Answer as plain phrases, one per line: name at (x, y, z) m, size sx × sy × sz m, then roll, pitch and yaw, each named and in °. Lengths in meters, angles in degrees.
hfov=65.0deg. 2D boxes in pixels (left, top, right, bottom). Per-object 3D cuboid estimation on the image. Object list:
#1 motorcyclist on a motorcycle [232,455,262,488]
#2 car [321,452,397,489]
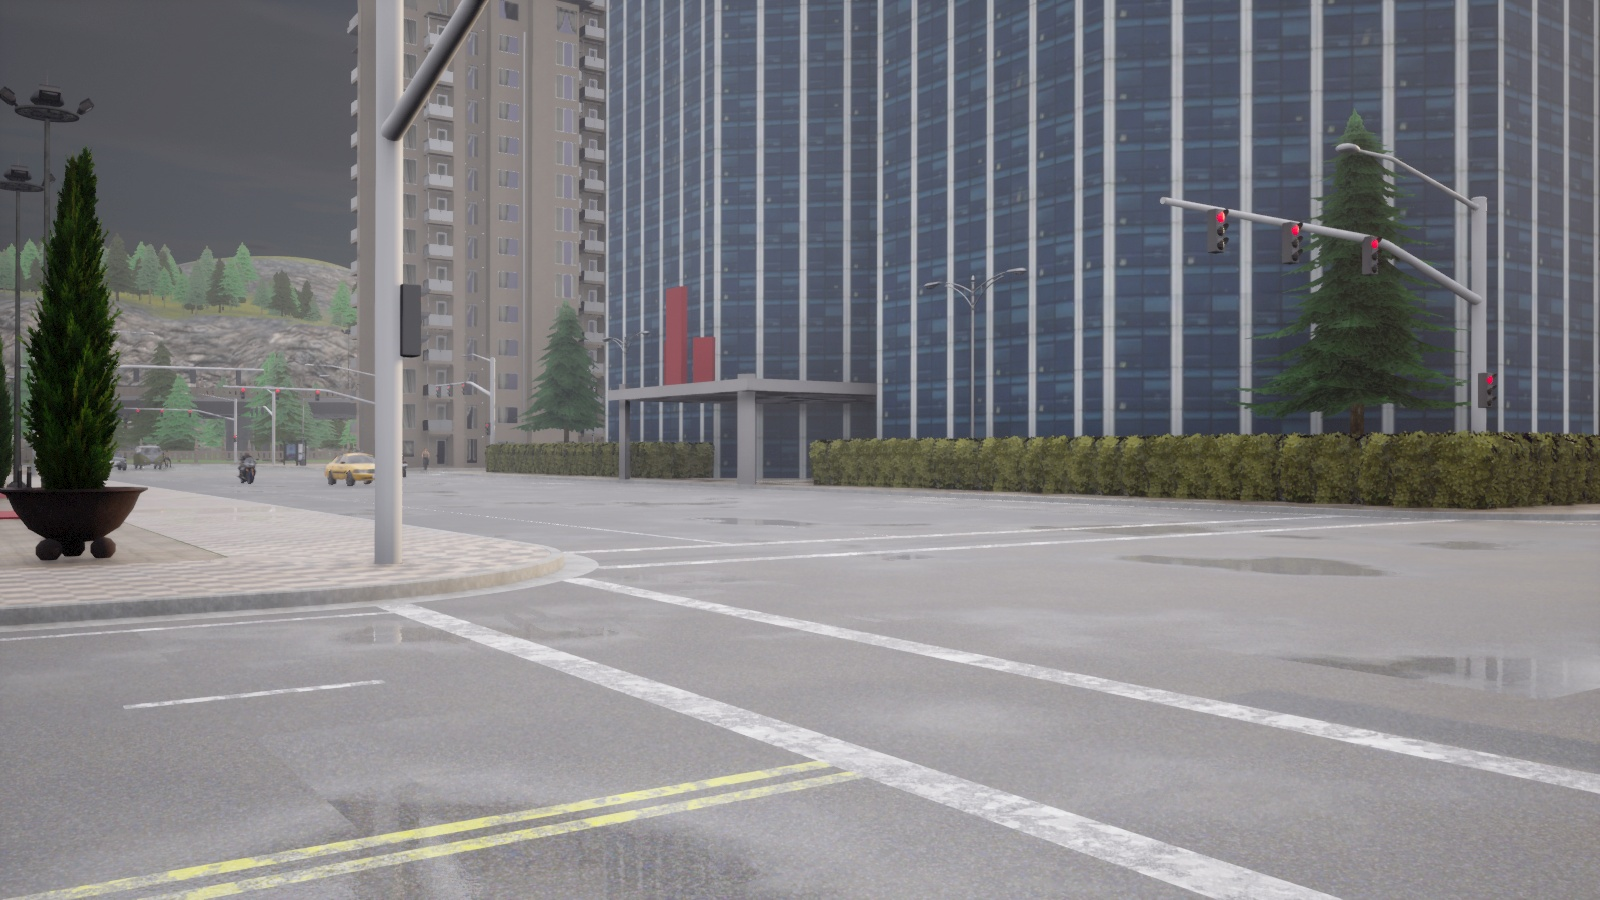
motorcyclist on a motorcycle at (-25.695, 0.977, 58.366) m, size 0.866 × 1.530 × 2.191 m, roll 0°, pitch 0°, yaw -35°
car at (-19.680, 0.862, 55.910) m, size 1.801 × 1.575 × 5.366 m, roll 0°, pitch 0°, yaw -35°
